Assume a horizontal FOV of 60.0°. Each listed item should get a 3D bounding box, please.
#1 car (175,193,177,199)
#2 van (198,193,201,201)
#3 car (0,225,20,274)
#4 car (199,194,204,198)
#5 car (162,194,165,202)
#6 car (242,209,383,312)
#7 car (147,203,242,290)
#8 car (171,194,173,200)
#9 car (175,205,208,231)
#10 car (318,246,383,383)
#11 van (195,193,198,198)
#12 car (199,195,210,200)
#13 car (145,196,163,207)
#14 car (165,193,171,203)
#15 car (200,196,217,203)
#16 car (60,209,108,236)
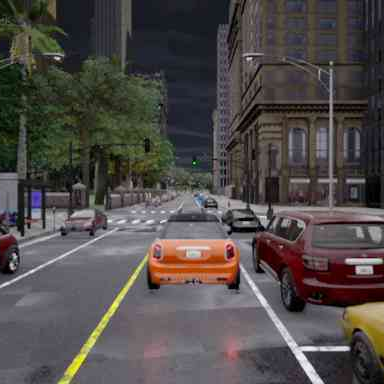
[{"bbox_3d":[-6.238,1.337,93.711,2.192,1.841,5.009,0,0,0],"label":"car"},{"bbox_3d":[2.453,1.373,61.213,1.690,1.788,3.998,0,0,0],"label":"van"},{"bbox_3d":[-5.799,1.448,7.638,1.967,1.590,4.097,0,0,0],"label":"car"},{"bbox_3d":[2.480,1.557,55.963,1.752,1.417,4.829,0,0,0],"label":"car"},{"bbox_3d":[-6.045,1.472,55.769,1.967,1.590,4.097,0,0,0],"label":"car"},{"bbox_3d":[2.725,1.322,7.666,2.192,1.841,5.009,0,0,0],"label":"car"},{"bbox_3d":[0.033,1.360,9.260,2.097,1.767,4.553,0,0,0],"label":"car"},{"bbox_3d":[-6.156,1.345,77.450,2.192,1.841,5.009,0,0,0],"label":"car"},{"bbox_3d":[-0.030,1.619,21.790,1.895,1.301,4.718,0,0,0],"label":"car"},{"bbox_3d":[2.753,1.528,2.410,1.752,1.417,4.829,0,0,0],"label":"car"},{"bbox_3d":[2.342,1.369,82.894,1.690,1.788,3.998,0,0,0],"label":"van"},{"bbox_3d":[2.509,1.596,50.373,1.947,1.339,4.313,0,0,0],"label":"car"},{"bbox_3d":[-6.017,1.582,50.349,2.008,1.369,4.403,0,0,0],"label":"car"},{"bbox_3d":[-6.127,1.472,72.030,1.967,1.590,4.097,0,0,0],"label":"car"},{"bbox_3d":[2.536,1.594,44.952,1.947,1.339,4.313,0,0,0],"label":"car"},{"bbox_3d":[-5.854,1.598,18.490,1.802,1.307,4.206,0,0,0],"label":"car"}]
